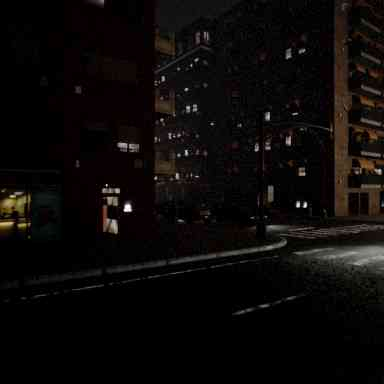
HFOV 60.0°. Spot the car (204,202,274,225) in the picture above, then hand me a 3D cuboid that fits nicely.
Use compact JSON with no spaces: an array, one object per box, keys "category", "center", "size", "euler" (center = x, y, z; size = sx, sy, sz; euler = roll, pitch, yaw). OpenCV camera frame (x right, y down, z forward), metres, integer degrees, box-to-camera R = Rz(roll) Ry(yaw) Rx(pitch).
[{"category":"car","center":[3.536,1.779,26.338],"size":[2.033,1.411,5.357],"euler":[0,-1,-34]}]

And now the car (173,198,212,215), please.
[{"category":"car","center":[-0.048,1.719,41.116],"size":[2.192,1.841,5.009],"euler":[-1,0,-36]}]

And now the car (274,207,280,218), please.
[{"category":"car","center":[6.556,1.844,32.146],"size":[1.802,1.307,4.206],"euler":[-1,0,-36]}]

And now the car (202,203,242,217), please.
[{"category":"car","center":[3.256,1.899,36.630],"size":[1.947,1.339,4.313],"euler":[-1,0,-36]}]

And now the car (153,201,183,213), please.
[{"category":"car","center":[-3.343,2.025,45.600],"size":[2.008,1.369,4.403],"euler":[-1,0,-36]}]

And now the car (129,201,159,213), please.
[{"category":"car","center":[-6.611,1.978,45.466],"size":[1.882,1.535,5.008],"euler":[0,-1,-36]}]

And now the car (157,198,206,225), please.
[{"category":"car","center":[-0.434,1.586,27.049],"size":[2.192,1.841,5.009],"euler":[-1,0,-36]}]

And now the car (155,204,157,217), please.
[{"category":"car","center":[-2.340,1.861,34.266],"size":[1.837,1.490,4.892],"euler":[0,-1,-37]}]
